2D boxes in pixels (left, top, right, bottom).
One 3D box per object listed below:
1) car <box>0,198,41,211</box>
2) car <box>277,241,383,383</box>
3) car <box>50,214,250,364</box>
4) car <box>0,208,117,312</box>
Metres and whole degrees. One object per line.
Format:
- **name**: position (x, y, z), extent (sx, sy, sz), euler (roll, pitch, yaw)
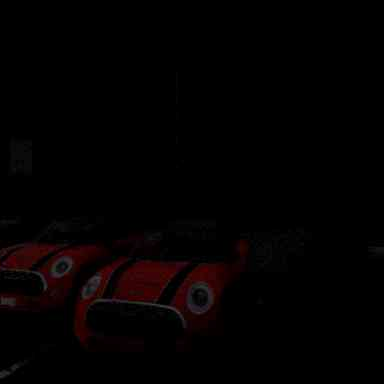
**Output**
- **car**: position (-7.477, 1.242, 11.440), extent (2.435, 2.045, 5.566), euler (1, -1, 15)
- **car**: position (2.266, 1.515, 4.441), extent (2.163, 1.488, 4.792), euler (1, -1, 16)
- **car**: position (-0.156, 1.362, 6.247), extent (2.185, 1.767, 4.553), euler (1, -1, 16)
- **car**: position (-2.596, 1.363, 7.994), extent (2.185, 1.767, 4.553), euler (1, -1, 16)
